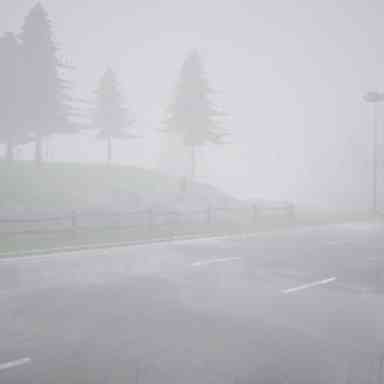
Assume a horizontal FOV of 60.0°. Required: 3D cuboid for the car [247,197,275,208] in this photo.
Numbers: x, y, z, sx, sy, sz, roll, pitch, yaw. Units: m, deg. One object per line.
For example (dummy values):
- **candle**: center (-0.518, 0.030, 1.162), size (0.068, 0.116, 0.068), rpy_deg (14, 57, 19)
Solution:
- **car**: center (9.832, 1.531, 47.484), size (1.882, 1.535, 5.008), rpy_deg (0, 0, -25)
